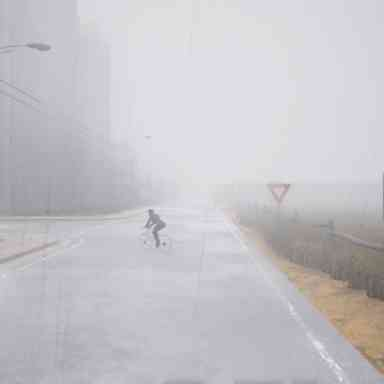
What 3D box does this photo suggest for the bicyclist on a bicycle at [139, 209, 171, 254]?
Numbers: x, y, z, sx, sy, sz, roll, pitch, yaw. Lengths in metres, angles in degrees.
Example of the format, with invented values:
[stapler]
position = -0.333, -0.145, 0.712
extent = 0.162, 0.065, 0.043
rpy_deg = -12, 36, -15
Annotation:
[bicyclist on a bicycle]
position = -1.409, 1.453, 12.419
extent = 1.656, 1.620, 0.582
rpy_deg = -1, -1, 36
